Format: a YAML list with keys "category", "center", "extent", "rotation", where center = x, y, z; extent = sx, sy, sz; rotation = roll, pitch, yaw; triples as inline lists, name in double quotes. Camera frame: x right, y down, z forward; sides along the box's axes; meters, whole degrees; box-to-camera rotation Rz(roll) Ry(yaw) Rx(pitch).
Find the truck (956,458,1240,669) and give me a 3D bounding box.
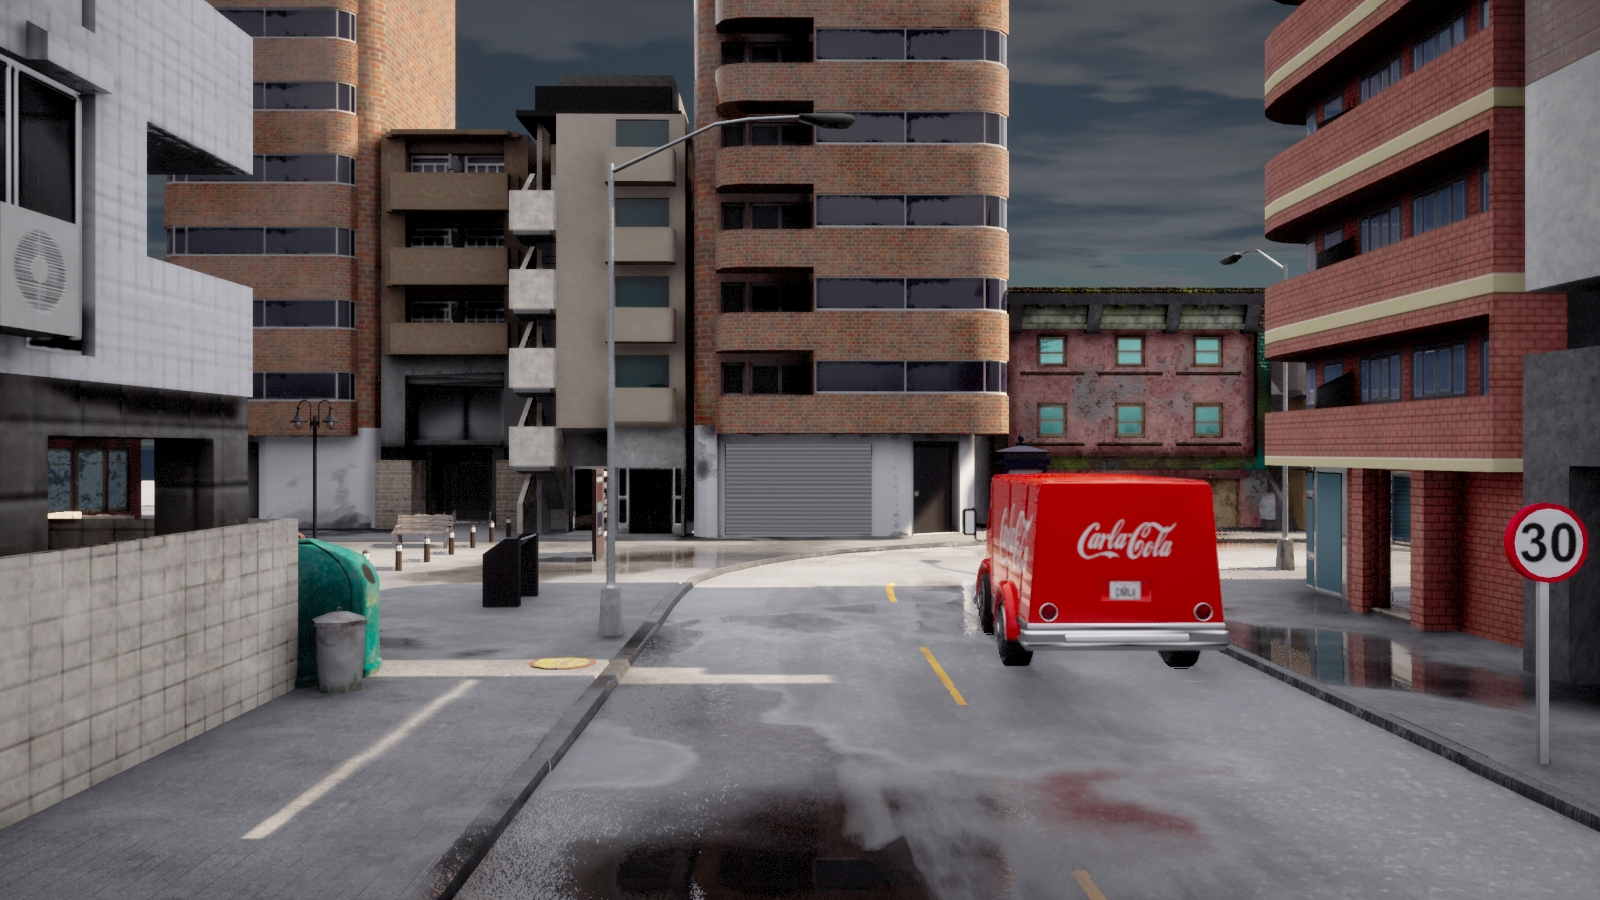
- category: "truck"
  center: [3.854, 1.350, 16.019]
  extent: [2.627, 2.467, 5.204]
  rotation: [0, 0, 0]
